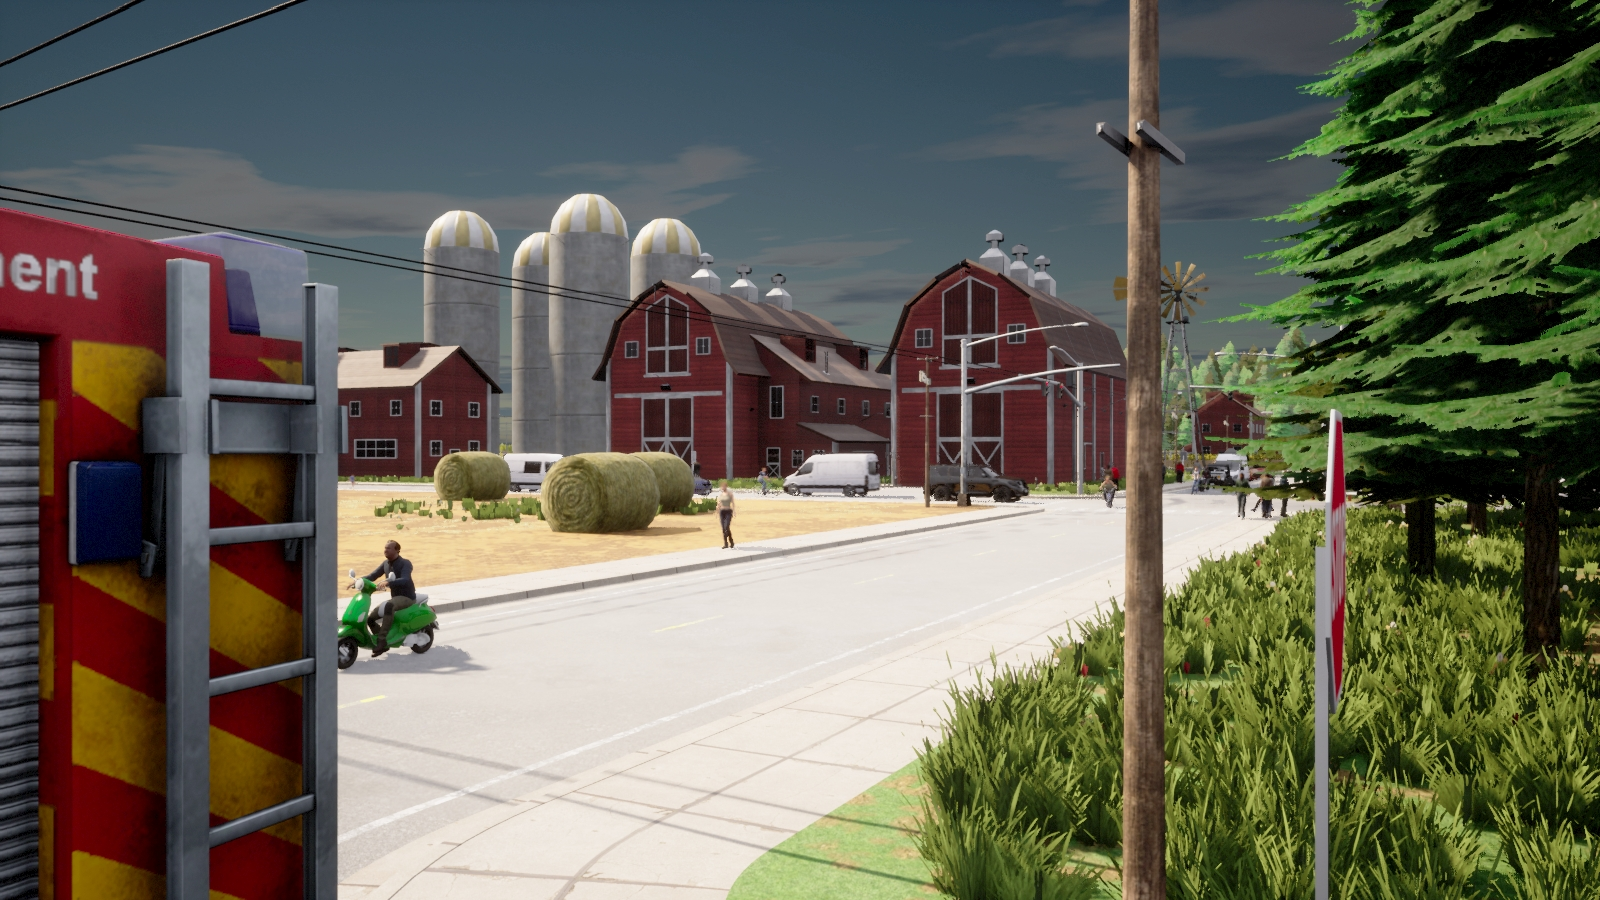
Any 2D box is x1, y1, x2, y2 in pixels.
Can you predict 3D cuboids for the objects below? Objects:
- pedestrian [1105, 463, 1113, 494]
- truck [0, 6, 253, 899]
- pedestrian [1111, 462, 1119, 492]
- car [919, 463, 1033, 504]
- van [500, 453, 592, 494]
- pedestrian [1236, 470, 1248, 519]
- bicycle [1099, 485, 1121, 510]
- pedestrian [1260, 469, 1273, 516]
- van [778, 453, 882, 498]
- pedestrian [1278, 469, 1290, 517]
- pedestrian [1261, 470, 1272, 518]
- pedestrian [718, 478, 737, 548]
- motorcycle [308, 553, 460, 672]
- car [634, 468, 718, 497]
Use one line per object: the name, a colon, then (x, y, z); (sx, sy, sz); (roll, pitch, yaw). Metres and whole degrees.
pedestrian: (18.596, 1.696, 68.819); (0.375, 1.860, 0.375); (0, 0, 37)
truck: (-6.097, 0.866, 3.622); (8.468, 3.827, 2.891); (0, 0, 22)
pedestrian: (19.771, 1.696, 71.769); (0.375, 1.860, 0.375); (0, 0, 35)
car: (9.348, 1.753, 60.809); (5.566, 2.045, 2.150); (0, 0, 27)
van: (-16.506, 1.500, 74.127); (5.915, 2.561, 1.988); (0, 0, 27)
pedestrian: (16.929, 1.696, 43.756); (0.375, 1.860, 0.375); (0, 0, 29)
bicycle: (14.784, 2.241, 54.506); (0.859, 1.080, 1.487); (-4, -1, 11)
pedestrian: (18.500, 1.694, 45.302); (0.375, 1.860, 0.375); (0, 0, 8)
van: (1.790, 1.493, 68.690); (5.915, 2.561, 1.988); (0, 0, 27)
pedestrian: (19.057, 1.694, 44.962); (0.375, 1.860, 0.375); (0, 0, 32)
pedestrian: (18.137, 1.695, 44.419); (0.375, 1.860, 0.375); (0, 0, 24)
pedestrian: (-1.948, 1.694, 30.787); (0.375, 1.860, 0.375); (0, 0, 25)
motorcycle: (-5.561, 2.142, 15.387); (0.856, 1.316, 1.805); (0, 0, 28)
car: (-7.531, 1.941, 69.513); (4.611, 1.667, 2.242); (0, 0, 27)
